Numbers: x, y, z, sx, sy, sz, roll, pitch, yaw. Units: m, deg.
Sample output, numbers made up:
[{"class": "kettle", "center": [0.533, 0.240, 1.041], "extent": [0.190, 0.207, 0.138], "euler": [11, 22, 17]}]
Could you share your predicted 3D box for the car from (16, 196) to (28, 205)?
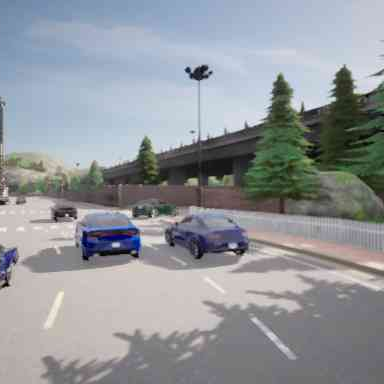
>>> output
[{"class": "car", "center": [-33.603, 1.776, 65.675], "extent": [1.837, 1.490, 4.892], "euler": [0, 0, -27]}]

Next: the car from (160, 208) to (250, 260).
[{"class": "car", "center": [0.432, 1.521, 12.568], "extent": [1.812, 1.442, 4.674], "euler": [0, 0, -22]}]

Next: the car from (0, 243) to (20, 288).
[{"class": "car", "center": [-4.834, 1.641, 6.500], "extent": [1.895, 1.301, 4.718], "euler": [0, 0, -17]}]

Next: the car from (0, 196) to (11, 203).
[{"class": "car", "center": [-44.149, 1.705, 78.898], "extent": [2.033, 1.411, 5.357], "euler": [0, 0, -27]}]

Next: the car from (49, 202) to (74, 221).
[{"class": "car", "center": [-11.058, 1.615, 28.700], "extent": [1.837, 1.490, 4.892], "euler": [-1, 0, -26]}]

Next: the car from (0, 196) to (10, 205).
[{"class": "car", "center": [-36.720, 1.897, 64.084], "extent": [1.895, 1.301, 4.718], "euler": [0, 0, -27]}]

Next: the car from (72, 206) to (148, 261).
[{"class": "car", "center": [-3.328, 1.504, 12.669], "extent": [1.882, 1.535, 5.008], "euler": [0, 0, -23]}]

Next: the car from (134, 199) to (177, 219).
[{"class": "car", "center": [-3.206, 1.407, 30.133], "extent": [2.097, 1.767, 4.553], "euler": [1, 0, 33]}]

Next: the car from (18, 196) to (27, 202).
[{"class": "car", "center": [-41.005, 1.734, 80.439], "extent": [1.895, 1.301, 4.718], "euler": [0, 0, -27]}]
